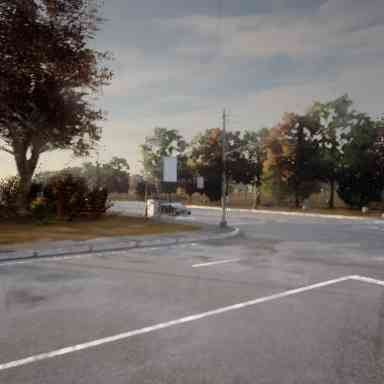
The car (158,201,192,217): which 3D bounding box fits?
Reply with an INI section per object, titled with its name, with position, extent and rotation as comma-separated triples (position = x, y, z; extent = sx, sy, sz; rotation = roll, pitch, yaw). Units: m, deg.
[car]
position = -1.834, 1.700, 34.030
extent = 1.812, 1.442, 4.674
rotation = 1, 0, -32
